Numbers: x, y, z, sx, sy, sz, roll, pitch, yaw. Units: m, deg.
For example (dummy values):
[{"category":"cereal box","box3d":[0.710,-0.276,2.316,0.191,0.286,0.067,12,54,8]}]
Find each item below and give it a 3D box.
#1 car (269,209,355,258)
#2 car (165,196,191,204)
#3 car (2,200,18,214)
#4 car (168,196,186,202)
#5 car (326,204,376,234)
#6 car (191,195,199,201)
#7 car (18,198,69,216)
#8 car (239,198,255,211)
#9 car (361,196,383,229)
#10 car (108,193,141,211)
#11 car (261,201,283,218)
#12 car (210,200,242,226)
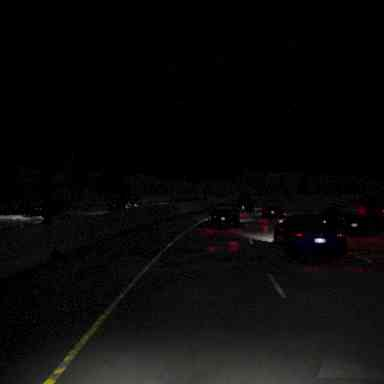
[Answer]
[{"category":"car","box3d":[4.419,1.572,12.944,1.994,1.385,4.181,0,0,6]},{"category":"car","box3d":[-2.289,1.482,48.085,2.128,1.511,4.902,0,0,19]},{"category":"car","box3d":[-17.092,1.438,34.202,1.882,1.535,5.008,0,0,13]},{"category":"car","box3d":[-3.144,1.540,72.921,1.895,1.301,4.718,0,0,26]},{"category":"car","box3d":[8.790,1.542,19.568,1.812,1.442,4.674,0,0,8]},{"category":"car","box3d":[-0.054,1.478,71.280,1.812,1.442,4.674,0,0,26]},{"category":"car","box3d":[-13.958,1.445,32.146,1.882,1.535,5.008,0,0,12]},{"category":"car","box3d":[6.571,1.513,40.789,1.837,1.490,4.892,0,0,17]},{"category":"car","box3d":[12.721,1.245,21.999,2.150,2.045,5.566,0,0,10]},{"category":"car","box3d":[-8.193,1.197,40.979,2.150,2.045,5.566,0,0,16]},{"category":"car","box3d":[7.312,1.537,30.275,1.812,1.442,4.674,0,0,13]},{"category":"car","box3d":[2.395,1.528,23.651,1.812,1.442,4.674,0,0,10]}]
